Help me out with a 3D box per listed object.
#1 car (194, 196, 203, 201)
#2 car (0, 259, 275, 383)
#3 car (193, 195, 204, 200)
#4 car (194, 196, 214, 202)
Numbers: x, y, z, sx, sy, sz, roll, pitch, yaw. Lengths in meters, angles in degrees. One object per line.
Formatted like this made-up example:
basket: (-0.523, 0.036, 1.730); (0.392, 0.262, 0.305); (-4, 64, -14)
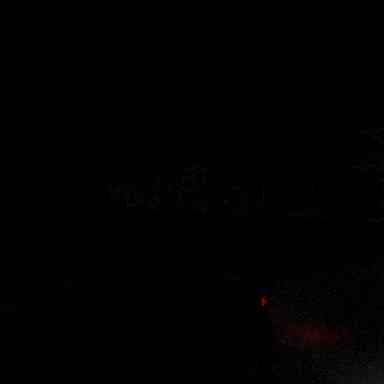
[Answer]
car: (3.091, 1.619, 89.125); (4.536, 1.218, 1.853); (0, 0, -6)
car: (-0.997, 1.566, 3.870); (4.181, 1.385, 1.994); (0, 0, -35)
car: (1.797, 1.533, 91.607); (1.845, 1.501, 3.633); (0, 0, -24)
car: (3.142, 1.776, 89.130); (4.974, 1.542, 2.038); (0, 0, -6)
